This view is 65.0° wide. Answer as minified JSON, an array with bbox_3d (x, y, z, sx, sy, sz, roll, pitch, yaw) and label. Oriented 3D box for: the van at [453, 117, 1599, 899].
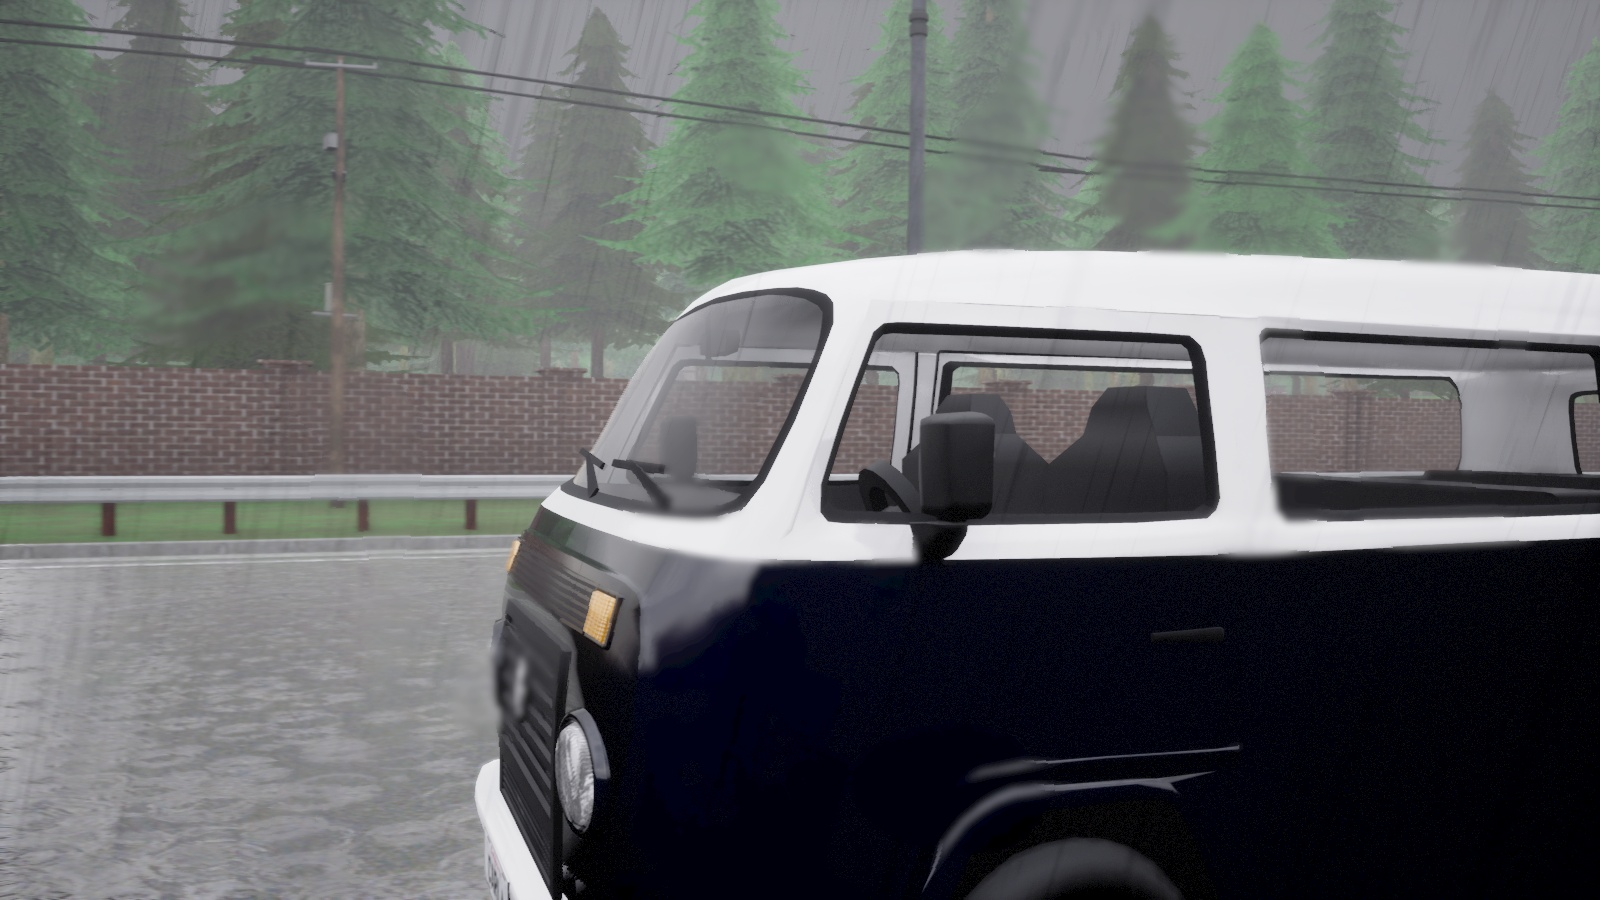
[{"bbox_3d":[1.390,0.445,3.764,4.480,2.038,2.069,-1,1,-21],"label":"van"}]
